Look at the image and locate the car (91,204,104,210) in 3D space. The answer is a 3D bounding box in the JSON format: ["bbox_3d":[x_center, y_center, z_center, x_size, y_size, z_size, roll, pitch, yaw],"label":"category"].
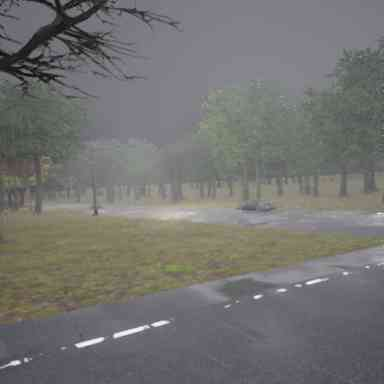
[{"bbox_3d":[-19.800,3.125,69.701,1.895,1.301,4.718,-4,1,-29],"label":"car"}]

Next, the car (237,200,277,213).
[{"bbox_3d":[7.908,1.775,41.152,2.033,1.411,5.357,-4,1,-36],"label":"car"}]
